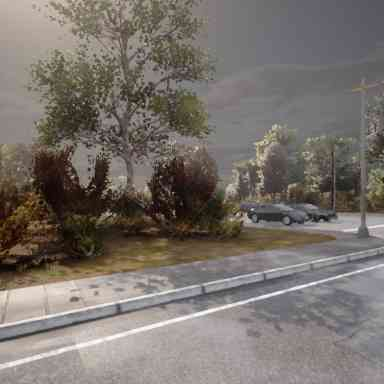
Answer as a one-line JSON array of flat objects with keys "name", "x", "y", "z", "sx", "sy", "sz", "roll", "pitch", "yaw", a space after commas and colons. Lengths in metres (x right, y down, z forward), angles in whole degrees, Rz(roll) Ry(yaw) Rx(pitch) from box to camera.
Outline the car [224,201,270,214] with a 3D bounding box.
[{"name": "car", "x": 6.694, "y": 1.831, "z": 41.037, "sx": 2.033, "sy": 1.411, "sz": 5.357, "roll": 0, "pitch": -1, "yaw": -44}]

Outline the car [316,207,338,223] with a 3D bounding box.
[{"name": "car", "x": 9.003, "y": 1.647, "z": 27.167, "sx": 2.033, "sy": 1.411, "sz": 5.357, "roll": 0, "pitch": -1, "yaw": -39}]

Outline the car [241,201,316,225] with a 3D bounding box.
[{"name": "car", "x": 6.345, "y": 1.602, "z": 24.841, "sx": 1.837, "sy": 1.490, "sz": 4.892, "roll": 0, "pitch": -1, "yaw": -39}]

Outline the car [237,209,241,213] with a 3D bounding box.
[{"name": "car", "x": 2.374, "y": 1.475, "z": 34.908, "sx": 2.150, "sy": 2.045, "sz": 5.566, "roll": 0, "pitch": -1, "yaw": -43}]
